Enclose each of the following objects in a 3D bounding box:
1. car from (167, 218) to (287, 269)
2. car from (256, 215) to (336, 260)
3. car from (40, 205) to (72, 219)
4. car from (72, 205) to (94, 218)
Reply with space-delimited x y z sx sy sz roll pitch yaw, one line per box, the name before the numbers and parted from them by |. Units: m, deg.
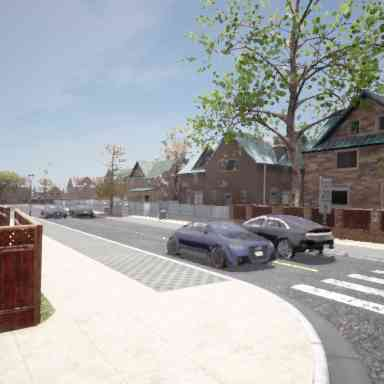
car | 0.871 1.662 11.514 1.994 1.385 4.181 2 -2 -34
car | 3.216 1.666 13.315 2.128 1.511 4.902 2 -2 -34
car | -13.802 1.953 33.156 1.994 1.385 4.181 2 -2 -34
car | -12.081 2.042 35.840 1.994 1.385 4.181 2 -2 -34
